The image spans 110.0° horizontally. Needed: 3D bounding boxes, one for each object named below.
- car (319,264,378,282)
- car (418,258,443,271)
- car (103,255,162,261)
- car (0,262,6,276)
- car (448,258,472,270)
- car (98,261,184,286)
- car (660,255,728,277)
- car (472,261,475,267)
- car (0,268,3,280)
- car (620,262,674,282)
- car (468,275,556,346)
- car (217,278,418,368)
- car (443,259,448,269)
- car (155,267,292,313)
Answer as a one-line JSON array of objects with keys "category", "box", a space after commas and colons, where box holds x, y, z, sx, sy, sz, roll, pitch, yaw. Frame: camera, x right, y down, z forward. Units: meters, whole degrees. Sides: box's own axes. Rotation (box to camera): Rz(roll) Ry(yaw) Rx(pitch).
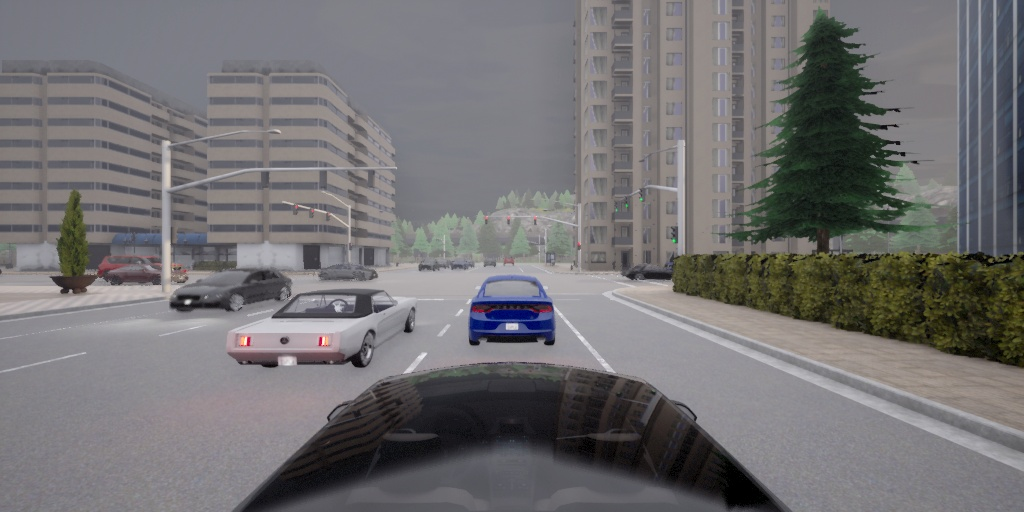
[{"category": "car", "box": [-12.853, 1.313, 28.261, 4.181, 1.385, 1.994, 0, 0, 0]}, {"category": "car", "box": [-11.011, 1.101, 47.891, 2.097, 1.767, 4.553, 0, 0, 0]}, {"category": "car", "box": [-29.072, 0.971, 28.289, 5.566, 2.045, 2.150, 0, 0, 0]}, {"category": "car", "box": [-53.615, 1.313, 35.507, 4.181, 1.385, 1.994, 0, 0, 0]}, {"category": "car", "box": [-7.546, 1.101, 52.110, 2.097, 1.767, 4.553, 0, 0, 0]}, {"category": "car", "box": [-25.107, 1.275, 24.741, 4.674, 1.442, 1.812, 0, 0, 1]}, {"category": "car", "box": [17.893, 0.971, 35.428, 5.566, 2.045, 2.150, 0, 0, 0]}, {"category": "car", "box": [-7.610, 1.296, 62.551, 2.033, 1.411, 5.357, 0, 0, 1]}, {"category": "car", "box": [-39.116, 1.296, 24.790, 5.357, 1.411, 2.033, 0, 0, 0]}, {"category": "car", "box": [11.091, 1.350, 28.237, 4.718, 1.301, 1.895, 0, 0, 0]}, {"category": "car", "box": [-0.004, 1.228, 9.481, 1.882, 1.535, 5.008, 0, 0, 0]}, {"category": "car", "box": [-3.496, 1.351, 7.815, 1.895, 1.301, 4.718, 0, 0, 0]}, {"category": "car", "box": [-11.083, 1.254, 56.976, 1.837, 1.490, 4.892, 0, 0, 0]}, {"category": "car", "box": [-10.698, 1.255, 14.130, 1.837, 1.490, 4.892, 1, 0, -3]}]
